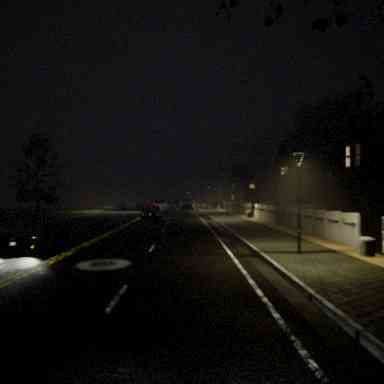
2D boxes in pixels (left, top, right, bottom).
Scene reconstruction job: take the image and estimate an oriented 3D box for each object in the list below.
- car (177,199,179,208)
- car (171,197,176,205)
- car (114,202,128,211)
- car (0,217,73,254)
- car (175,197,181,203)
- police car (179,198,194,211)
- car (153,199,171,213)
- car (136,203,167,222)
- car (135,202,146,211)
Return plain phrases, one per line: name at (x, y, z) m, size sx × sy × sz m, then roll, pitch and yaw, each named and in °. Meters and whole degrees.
car at (-1.442, 2.529, 65.618) m, size 1.812 × 1.442 × 4.674 m, roll 0°, pitch -1°, yaw -4°
car at (-4.466, 2.437, 89.902) m, size 2.150 × 2.045 × 5.566 m, roll 0°, pitch -1°, yaw -6°
car at (-11.507, 2.369, 54.216) m, size 1.812 × 1.442 × 4.674 m, roll 0°, pitch -1°, yaw -3°
car at (-6.746, 1.783, 14.467) m, size 1.994 × 1.385 × 4.181 m, roll 0°, pitch -1°, yaw -1°
car at (-1.902, 2.324, 71.672) m, size 2.150 × 2.045 × 5.566 m, roll 0°, pitch -1°, yaw -5°
police car at (-0.773, 2.271, 55.686) m, size 1.930 × 1.638 × 5.238 m, roll 0°, pitch -1°, yaw -4°
car at (-4.438, 1.945, 47.343) m, size 2.150 × 2.045 × 5.566 m, roll 0°, pitch -1°, yaw -3°
car at (-3.735, 2.021, 31.484) m, size 2.033 × 1.411 × 5.357 m, roll 0°, pitch -1°, yaw -2°
car at (-8.289, 2.324, 54.847) m, size 1.882 × 1.535 × 5.008 m, roll 0°, pitch -1°, yaw -3°
